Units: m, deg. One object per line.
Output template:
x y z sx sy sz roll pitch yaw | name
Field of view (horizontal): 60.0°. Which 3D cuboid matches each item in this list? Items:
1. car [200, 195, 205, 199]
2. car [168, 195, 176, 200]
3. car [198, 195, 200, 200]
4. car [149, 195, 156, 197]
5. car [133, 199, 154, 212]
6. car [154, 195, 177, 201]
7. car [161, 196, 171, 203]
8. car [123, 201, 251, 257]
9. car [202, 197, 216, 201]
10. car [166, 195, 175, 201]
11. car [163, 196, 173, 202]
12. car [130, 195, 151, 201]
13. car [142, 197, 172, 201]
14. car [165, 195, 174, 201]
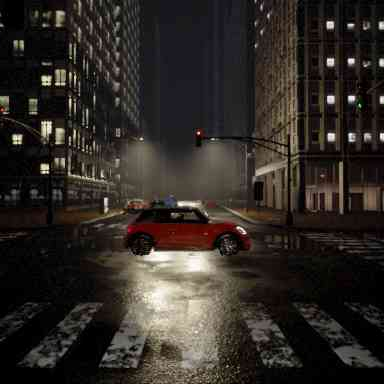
2.681 1.547 56.279 1.752 1.417 4.829 1 0 0 | car
-5.717 1.605 95.064 1.947 1.339 4.313 1 0 0 | car
2.678 1.590 61.686 1.947 1.339 4.313 1 0 0 | car
-5.690 1.332 44.888 2.192 1.841 5.009 1 0 0 | car
-5.694 1.597 39.312 1.802 1.307 4.206 1 0 0 | car
-3.114 1.493 39.825 1.882 1.535 5.008 0 0 0 | car
-5.707 1.573 72.763 1.887 1.381 4.507 1 0 0 | car
-0.143 1.357 12.465 4.553 1.767 2.097 0 0 0 | car
2.684 1.599 44.953 1.802 1.307 4.206 1 0 0 | car
-5.714 1.587 89.489 2.008 1.369 4.403 1 0 0 | car
-5.709 1.582 78.338 2.008 1.369 4.403 1 0 0 | car
-5.688 1.453 33.737 1.967 1.590 4.097 1 0 0 | car
-3.112 1.516 30.320 1.837 1.490 4.892 0 0 0 | car
-5.712 1.578 83.913 1.887 1.381 4.507 1 0 0 | car
